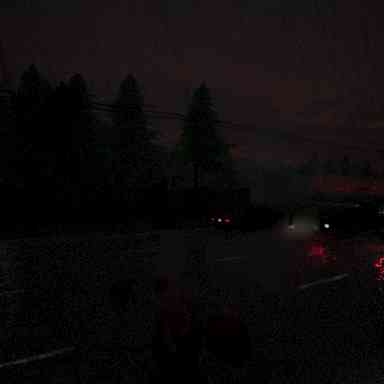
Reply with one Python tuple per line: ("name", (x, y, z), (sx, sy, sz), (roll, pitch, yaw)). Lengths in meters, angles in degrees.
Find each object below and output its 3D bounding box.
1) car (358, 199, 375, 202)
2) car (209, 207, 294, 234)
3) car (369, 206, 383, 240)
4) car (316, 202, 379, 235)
("car", (17.939, 1.511, 34.140), (1.837, 1.490, 4.892), (1, 0, 33))
("car", (3.521, 1.550, 19.155), (5.357, 1.411, 2.033), (0, 0, -35))
("car", (10.566, 1.509, 15.582), (4.892, 1.490, 1.837), (0, 0, -35))
("car", (9.019, 1.508, 18.777), (4.892, 1.490, 1.837), (0, 0, -35))
